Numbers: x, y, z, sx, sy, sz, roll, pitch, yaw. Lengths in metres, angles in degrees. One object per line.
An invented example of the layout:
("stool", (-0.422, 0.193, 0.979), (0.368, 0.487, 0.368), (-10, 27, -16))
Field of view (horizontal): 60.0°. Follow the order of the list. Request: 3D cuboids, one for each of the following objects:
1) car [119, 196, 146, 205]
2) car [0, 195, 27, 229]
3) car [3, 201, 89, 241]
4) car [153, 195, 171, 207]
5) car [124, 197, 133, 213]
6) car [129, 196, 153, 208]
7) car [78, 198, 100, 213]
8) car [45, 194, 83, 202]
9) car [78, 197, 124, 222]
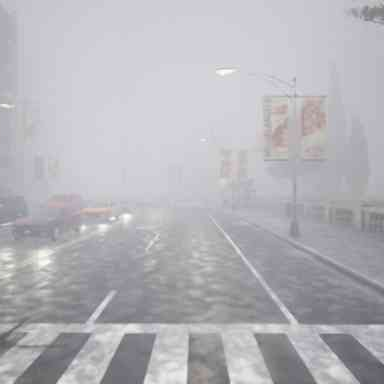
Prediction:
("car", (-10.393, 1.433, 57.865), (2.033, 1.411, 5.357), (0, 0, -43))
("car", (-10.599, 1.187, 17.381), (2.150, 2.045, 5.566), (0, 0, 0))
("car", (-7.102, 1.444, 16.847), (1.882, 1.535, 5.008), (0, 0, 0))
("car", (-4.917, 1.255, 49.530), (2.097, 1.767, 4.553), (0, 0, -29))
("car", (-7.714, 1.529, 36.327), (1.895, 1.301, 4.718), (0, 0, -10))
("car", (-7.572, 1.508, 47.046), (1.895, 1.301, 4.718), (0, 0, -25))
("car", (-11.647, 1.473, 37.871), (2.033, 1.411, 5.357), (0, 0, -14))
("car", (-10.583, 1.167, 27.473), (2.150, 2.045, 5.566), (0, 0, 0))
("car", (-7.104, 1.425, 26.392), (1.882, 1.535, 5.008), (0, 0, 0))
